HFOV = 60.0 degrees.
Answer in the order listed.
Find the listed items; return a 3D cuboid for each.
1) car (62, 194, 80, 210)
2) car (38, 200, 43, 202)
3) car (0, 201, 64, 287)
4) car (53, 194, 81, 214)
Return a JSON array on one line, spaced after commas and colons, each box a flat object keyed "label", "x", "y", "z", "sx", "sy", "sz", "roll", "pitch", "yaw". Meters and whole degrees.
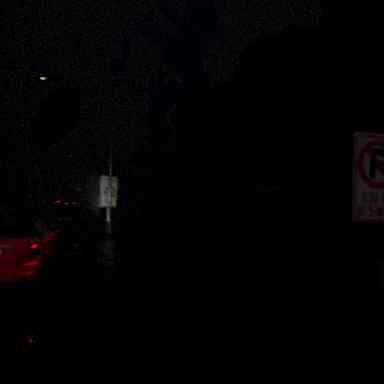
[{"label": "car", "x": -17.206, "y": 1.387, "z": 47.439, "sx": 2.150, "sy": 2.045, "sz": 5.566, "roll": 2, "pitch": -1, "yaw": -18}, {"label": "car", "x": -13.578, "y": 1.445, "z": 26.858, "sx": 2.033, "sy": 1.411, "sz": 5.357, "roll": 2, "pitch": -1, "yaw": -18}, {"label": "car", "x": -4.872, "y": 1.307, "z": 9.105, "sx": 2.097, "sy": 1.767, "sz": 4.553, "roll": 2, "pitch": -1, "yaw": -18}, {"label": "car", "x": -13.970, "y": 1.305, "z": 37.525, "sx": 2.150, "sy": 2.045, "sz": 5.566, "roll": 2, "pitch": -1, "yaw": -17}]
